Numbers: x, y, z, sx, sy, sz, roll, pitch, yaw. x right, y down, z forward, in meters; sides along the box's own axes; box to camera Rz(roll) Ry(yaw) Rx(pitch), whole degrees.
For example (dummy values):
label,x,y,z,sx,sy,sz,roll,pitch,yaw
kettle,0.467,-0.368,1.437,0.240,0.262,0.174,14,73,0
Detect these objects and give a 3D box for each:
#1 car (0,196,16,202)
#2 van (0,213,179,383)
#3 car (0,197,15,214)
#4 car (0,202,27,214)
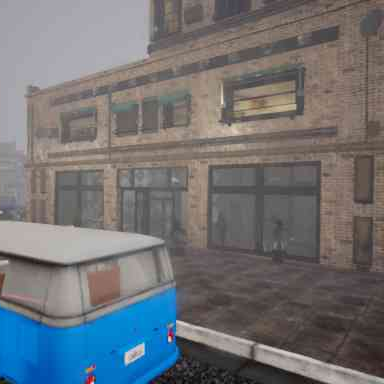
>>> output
label,x,y,z,sx,sy,sz,roll,pitch,yaw
car,-20.467,1.386,33.219,2.150,2.045,5.566,1,0,36
van,-2.065,1.344,4.322,3.998,1.788,1.690,0,1,35
car,-22.007,1.450,35.513,2.192,1.841,5.009,0,0,36
car,-15.244,1.824,30.567,1.947,1.339,4.313,0,0,36
